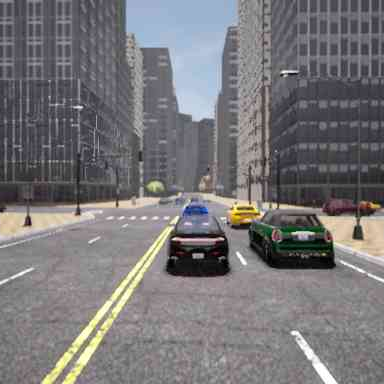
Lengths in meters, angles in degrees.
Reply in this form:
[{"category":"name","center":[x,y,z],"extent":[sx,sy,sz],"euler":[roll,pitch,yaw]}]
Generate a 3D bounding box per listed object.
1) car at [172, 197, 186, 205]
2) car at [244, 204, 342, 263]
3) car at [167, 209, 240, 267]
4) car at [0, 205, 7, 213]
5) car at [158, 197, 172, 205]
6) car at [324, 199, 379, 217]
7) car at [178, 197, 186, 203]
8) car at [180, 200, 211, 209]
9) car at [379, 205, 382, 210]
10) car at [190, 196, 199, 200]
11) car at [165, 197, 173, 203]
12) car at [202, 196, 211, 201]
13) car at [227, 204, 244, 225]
[{"category":"car","center":[-2.721,1.865,69.912],"extent":[1.812,1.442,4.674],"euler":[0,0,0]},{"category":"car","center":[3.442,1.421,12.352],"extent":[2.097,1.767,4.553],"euler":[0,0,1]},{"category":"car","center":[0.186,1.554,11.583],"extent":[2.128,1.511,4.902],"euler":[0,0,0]},{"category":"car","center":[-22.453,1.622,36.152],"extent":[4.313,1.339,1.947],"euler":[1,0,2]},{"category":"car","center":[-5.971,1.880,69.937],"extent":[2.033,1.411,5.357],"euler":[0,0,0]},{"category":"car","center":[16.468,1.720,35.325],"extent":[5.009,1.841,2.192],"euler":[1,0,1]},{"category":"car","center":[-2.602,1.959,85.474],"extent":[1.994,1.385,4.181],"euler":[0,0,0]},{"category":"car","center":[0.283,1.602,23.851],"extent":[1.882,1.535,5.008],"euler":[0,0,2]},{"category":"car","center":[22.140,1.891,43.568],"extent":[4.829,1.417,1.752],"euler":[1,0,1]},{"category":"car","center":[0.658,1.760,86.623],"extent":[2.097,1.767,4.553],"euler":[0,0,0]},{"category":"car","center":[-5.852,2.001,85.469],"extent":[1.895,1.301,4.718],"euler":[0,0,0]},{"category":"car","center":[3.908,2.000,86.656],"extent":[1.895,1.301,4.718],"euler":[0,0,0]},{"category":"car","center":[3.524,1.599,23.216],"extent":[1.882,1.535,5.008],"euler":[0,0,1]}]
